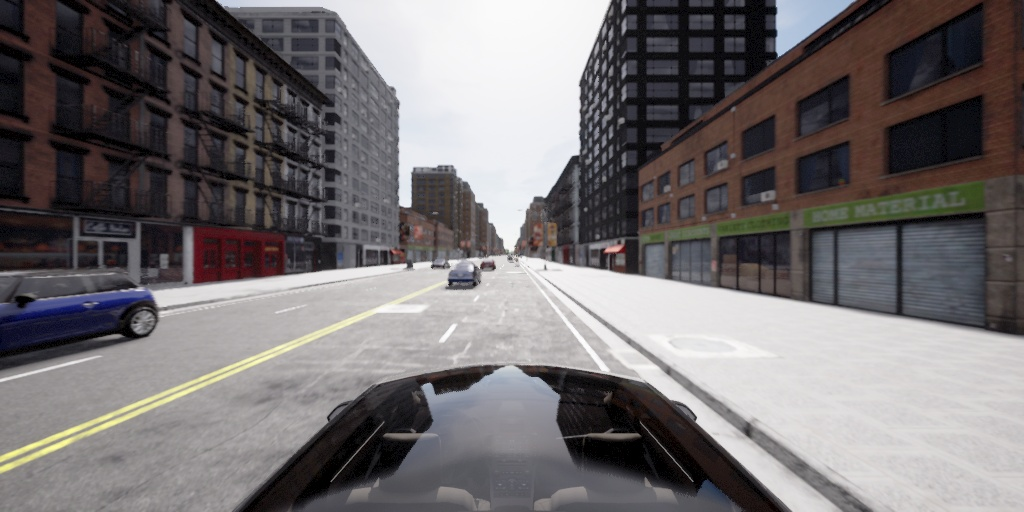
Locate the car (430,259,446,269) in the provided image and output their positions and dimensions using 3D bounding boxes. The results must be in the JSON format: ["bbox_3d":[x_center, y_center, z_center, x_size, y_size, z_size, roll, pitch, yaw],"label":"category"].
[{"bbox_3d":[-9.805,1.089,49.379,2.033,1.411,5.357,0,0,0],"label":"car"}]

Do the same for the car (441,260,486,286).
[{"bbox_3d":[-3.139,1.198,24.402,2.033,1.411,5.357,0,0,0],"label":"car"}]

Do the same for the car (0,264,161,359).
[{"bbox_3d":[-9.838,1.079,6.971,2.097,1.767,4.553,0,0,0],"label":"car"}]

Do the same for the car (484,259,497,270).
[{"bbox_3d":[-3.130,1.073,48.043,1.812,1.442,4.674,0,0,0],"label":"car"}]

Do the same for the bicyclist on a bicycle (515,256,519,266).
[{"bbox_3d":[0.918,0.928,61.730,0.866,1.612,1.509,0,0,0],"label":"bicyclist on a bicycle"}]
